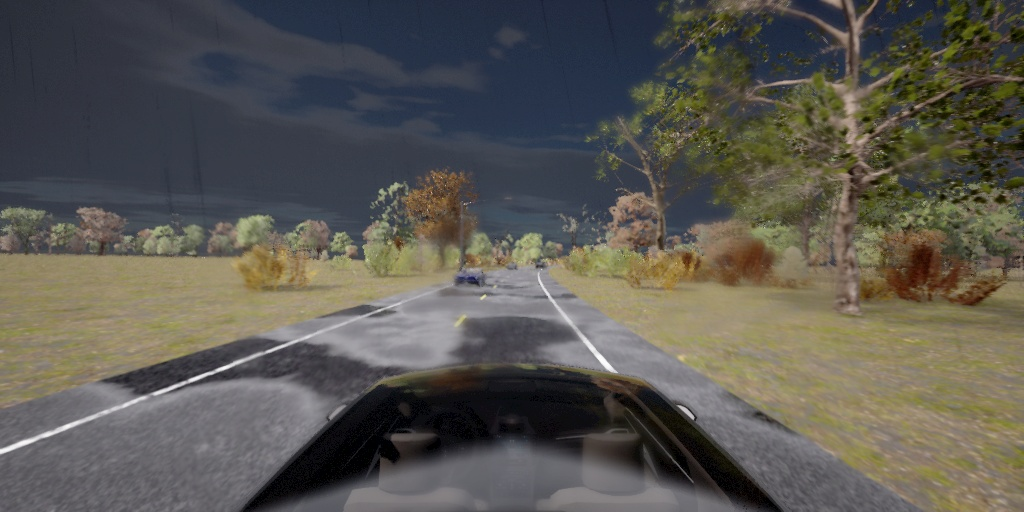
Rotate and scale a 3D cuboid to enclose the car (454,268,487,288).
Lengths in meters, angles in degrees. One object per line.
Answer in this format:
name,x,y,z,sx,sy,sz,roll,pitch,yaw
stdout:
car,-3.050,1.607,26.826,1.895,1.301,4.718,0,-1,2
